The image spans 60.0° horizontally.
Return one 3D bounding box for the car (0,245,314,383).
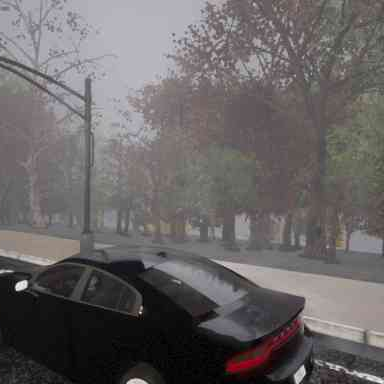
[{"bbox_3d":[-1.021,1.477,4.467,5.008,1.535,1.882,0,0,36],"label":"car"}]
